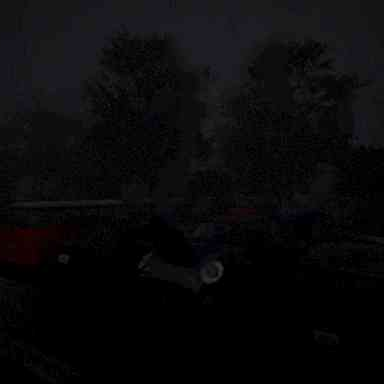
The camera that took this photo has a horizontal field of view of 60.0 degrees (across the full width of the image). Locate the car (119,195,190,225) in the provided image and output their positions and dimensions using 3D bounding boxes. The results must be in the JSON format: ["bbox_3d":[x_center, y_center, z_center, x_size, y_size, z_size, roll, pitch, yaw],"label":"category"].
[{"bbox_3d":[-2.783,1.264,26.229,2.435,2.045,5.566,0,0,36],"label":"car"}]

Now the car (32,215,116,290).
[{"bbox_3d":[-1.458,1.517,9.225,2.163,1.488,4.792,0,0,36],"label":"car"}]

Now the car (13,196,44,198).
[{"bbox_3d":[-16.255,1.562,35.964,2.097,1.535,5.008,0,0,36],"label":"car"}]

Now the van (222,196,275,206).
[{"bbox_3d":[4.044,1.266,21.489,1.878,1.987,4.442,0,0,36],"label":"van"}]

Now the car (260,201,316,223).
[{"bbox_3d":[6.227,1.483,19.779,2.097,1.535,5.008,0,0,36],"label":"car"}]

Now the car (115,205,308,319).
[{"bbox_3d":[0.793,1.356,7.605,2.185,1.767,4.553,0,0,36],"label":"car"}]

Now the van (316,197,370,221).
[{"bbox_3d":[8.421,1.253,18.058,1.878,1.987,4.442,0,0,35],"label":"van"}]

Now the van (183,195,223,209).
[{"bbox_3d":[1.660,1.273,22.919,1.878,1.987,4.442,0,0,36],"label":"van"}]

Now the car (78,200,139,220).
[{"bbox_3d":[-7.265,1.530,29.486,2.097,1.535,5.008,0,0,36],"label":"car"}]

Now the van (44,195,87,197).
[{"bbox_3d":[-11.791,1.321,32.898,1.878,1.987,4.442,0,0,36],"label":"van"}]

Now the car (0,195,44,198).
[{"bbox_3d":[-18.618,1.319,37.638,2.435,2.045,5.566,0,0,36],"label":"car"}]

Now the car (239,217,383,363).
[{"bbox_3d":[3.026,1.481,5.950,2.231,1.521,4.892,0,0,36],"label":"car"}]

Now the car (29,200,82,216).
[{"bbox_3d":[-14.005,1.594,34.346,2.002,1.452,4.674,0,0,36],"label":"car"}]

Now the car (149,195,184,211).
[{"bbox_3d":[-0.535,1.256,24.610,2.435,2.045,5.566,0,0,36],"label":"car"}]

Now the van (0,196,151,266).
[{"bbox_3d":[-3.661,1.269,10.919,1.878,1.987,4.442,0,0,36],"label":"van"}]

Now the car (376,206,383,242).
[{"bbox_3d":[10.734,1.506,16.561,2.163,1.488,4.792,0,0,36],"label":"car"}]

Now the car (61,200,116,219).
[{"bbox_3d":[-9.609,1.579,31.185,2.002,1.452,4.674,0,0,36],"label":"car"}]
